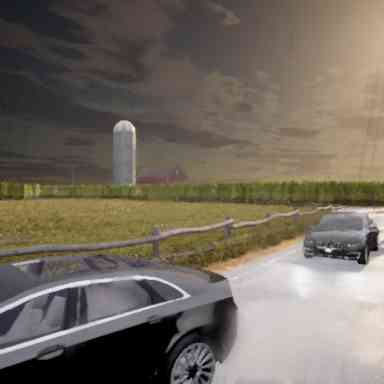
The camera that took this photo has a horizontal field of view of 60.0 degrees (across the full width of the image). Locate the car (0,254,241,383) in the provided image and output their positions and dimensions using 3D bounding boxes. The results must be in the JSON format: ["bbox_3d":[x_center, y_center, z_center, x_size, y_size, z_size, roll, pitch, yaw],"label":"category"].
[{"bbox_3d":[-1.622,1.487,3.296,4.902,1.511,2.128,0,0,-40],"label":"car"}]

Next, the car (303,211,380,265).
[{"bbox_3d":[5.488,1.494,11.929,1.837,1.490,4.892,0,0,35],"label":"car"}]
